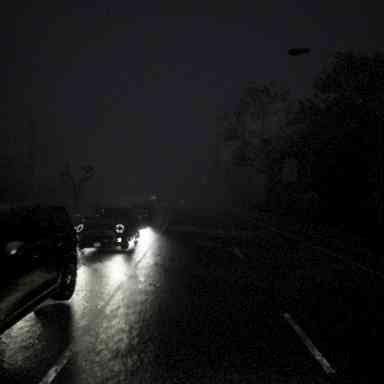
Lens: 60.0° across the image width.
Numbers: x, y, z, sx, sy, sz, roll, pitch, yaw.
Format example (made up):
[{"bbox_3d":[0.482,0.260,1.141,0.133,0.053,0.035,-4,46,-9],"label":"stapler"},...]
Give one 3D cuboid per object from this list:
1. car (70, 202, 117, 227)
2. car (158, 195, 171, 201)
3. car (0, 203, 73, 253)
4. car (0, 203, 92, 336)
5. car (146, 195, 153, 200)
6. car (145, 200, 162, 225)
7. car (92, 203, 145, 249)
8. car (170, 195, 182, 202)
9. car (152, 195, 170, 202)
[{"bbox_3d":[-7.203,1.595,24.871,2.128,1.511,4.902,0,0,-1],"label":"car"},{"bbox_3d":[-7.101,1.527,86.157,1.895,1.301,4.718,0,0,-22],"label":"car"},{"bbox_3d":[-7.118,1.430,14.759,2.097,1.767,4.553,0,0,0],"label":"car"},{"bbox_3d":[-3.618,1.255,5.504,2.150,2.045,5.566,0,0,0],"label":"car"},{"bbox_3d":[-10.326,1.455,84.794,1.812,1.442,4.674,0,0,-22],"label":"car"},{"bbox_3d":[-3.721,1.596,25.103,2.128,1.511,4.902,0,0,-1],"label":"car"},{"bbox_3d":[-3.619,1.430,14.915,2.097,1.767,4.553,0,0,0],"label":"car"},{"bbox_3d":[-3.767,1.565,76.339,1.837,1.490,4.892,0,0,-18],"label":"car"},{"bbox_3d":[-7.035,1.562,75.074,1.837,1.490,4.892,0,0,-18],"label":"car"}]
